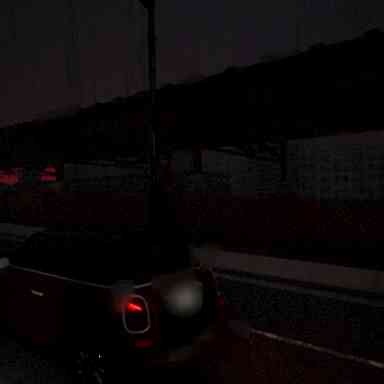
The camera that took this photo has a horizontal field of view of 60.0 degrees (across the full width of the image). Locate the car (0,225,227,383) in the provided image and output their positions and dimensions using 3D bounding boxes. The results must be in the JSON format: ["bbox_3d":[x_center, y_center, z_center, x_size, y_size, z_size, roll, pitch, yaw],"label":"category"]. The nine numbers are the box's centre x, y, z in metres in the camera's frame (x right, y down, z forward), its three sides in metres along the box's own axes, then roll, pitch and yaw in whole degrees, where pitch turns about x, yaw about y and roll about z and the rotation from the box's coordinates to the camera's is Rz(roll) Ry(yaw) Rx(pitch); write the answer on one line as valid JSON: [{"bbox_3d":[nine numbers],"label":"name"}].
[{"bbox_3d":[-1.800,1.317,5.279,4.553,1.767,2.097,1,0,36],"label":"car"}]
